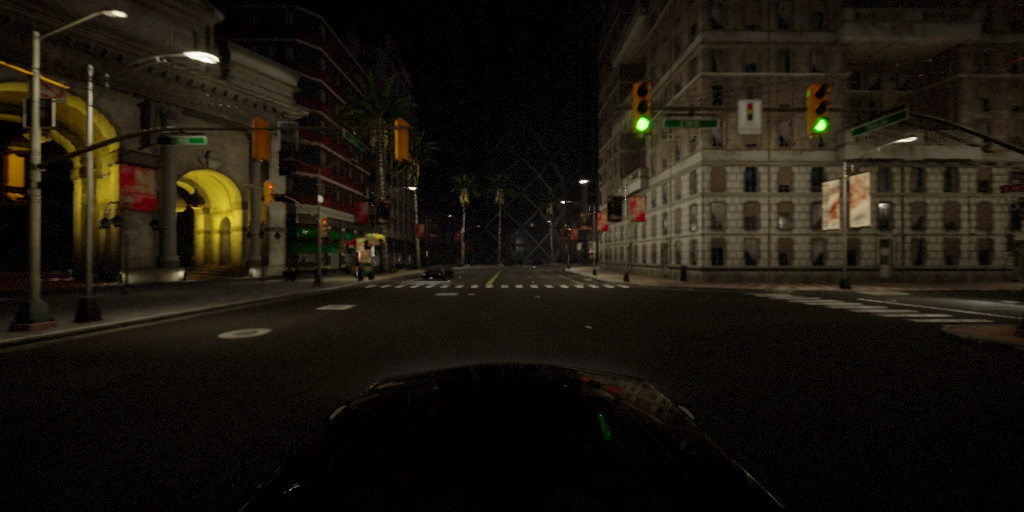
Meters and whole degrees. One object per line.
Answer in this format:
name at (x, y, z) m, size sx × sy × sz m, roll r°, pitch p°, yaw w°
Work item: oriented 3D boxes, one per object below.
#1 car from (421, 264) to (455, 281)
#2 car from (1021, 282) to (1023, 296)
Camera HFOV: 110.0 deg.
car at (-6.575, 1.457, 32.573) m, size 2.033 × 1.411 × 5.357 m, roll 0°, pitch 0°, yaw 4°
car at (25.765, 1.290, 15.775) m, size 5.008 × 1.535 × 1.882 m, roll 0°, pitch 0°, yaw 0°
